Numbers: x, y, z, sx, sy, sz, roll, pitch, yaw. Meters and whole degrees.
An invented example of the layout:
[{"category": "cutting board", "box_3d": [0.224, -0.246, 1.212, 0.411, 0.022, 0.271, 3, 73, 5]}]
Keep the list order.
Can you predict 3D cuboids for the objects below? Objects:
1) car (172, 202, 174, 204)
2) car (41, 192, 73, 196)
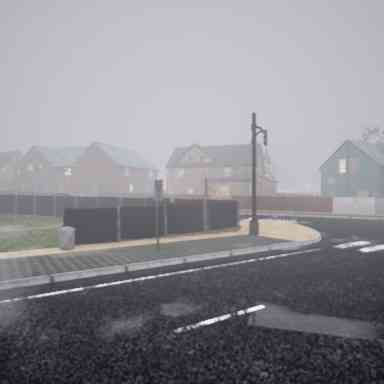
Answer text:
[{"category": "car", "box_3d": [-0.130, 1.228, 25.112, 4.718, 1.301, 1.895, 1, 0, 19]}, {"category": "car", "box_3d": [-11.230, 0.789, 28.984, 4.553, 1.767, 2.097, 1, 0, 19]}]
